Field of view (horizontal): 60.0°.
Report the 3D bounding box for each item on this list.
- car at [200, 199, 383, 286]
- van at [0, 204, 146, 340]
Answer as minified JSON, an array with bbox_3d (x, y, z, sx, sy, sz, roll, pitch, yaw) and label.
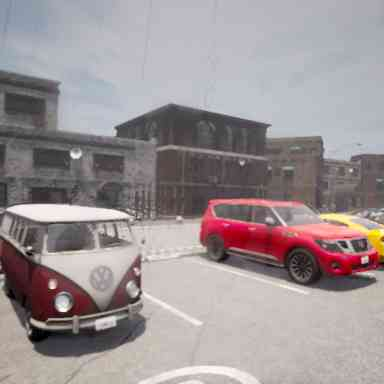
[{"bbox_3d":[2.499,1.262,10.137,2.435,2.045,5.566,0,0,-36],"label":"car"},{"bbox_3d":[-2.488,1.258,6.465,1.878,1.987,4.442,0,0,-35],"label":"van"}]
